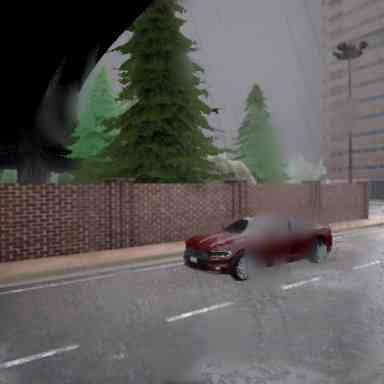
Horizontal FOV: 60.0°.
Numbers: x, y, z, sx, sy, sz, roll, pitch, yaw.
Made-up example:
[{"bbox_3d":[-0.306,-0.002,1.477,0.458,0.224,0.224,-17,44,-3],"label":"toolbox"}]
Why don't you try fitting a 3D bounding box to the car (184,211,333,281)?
[{"bbox_3d":[2.077,1.377,9.741,5.008,1.535,1.882,-1,1,-35],"label":"car"}]
